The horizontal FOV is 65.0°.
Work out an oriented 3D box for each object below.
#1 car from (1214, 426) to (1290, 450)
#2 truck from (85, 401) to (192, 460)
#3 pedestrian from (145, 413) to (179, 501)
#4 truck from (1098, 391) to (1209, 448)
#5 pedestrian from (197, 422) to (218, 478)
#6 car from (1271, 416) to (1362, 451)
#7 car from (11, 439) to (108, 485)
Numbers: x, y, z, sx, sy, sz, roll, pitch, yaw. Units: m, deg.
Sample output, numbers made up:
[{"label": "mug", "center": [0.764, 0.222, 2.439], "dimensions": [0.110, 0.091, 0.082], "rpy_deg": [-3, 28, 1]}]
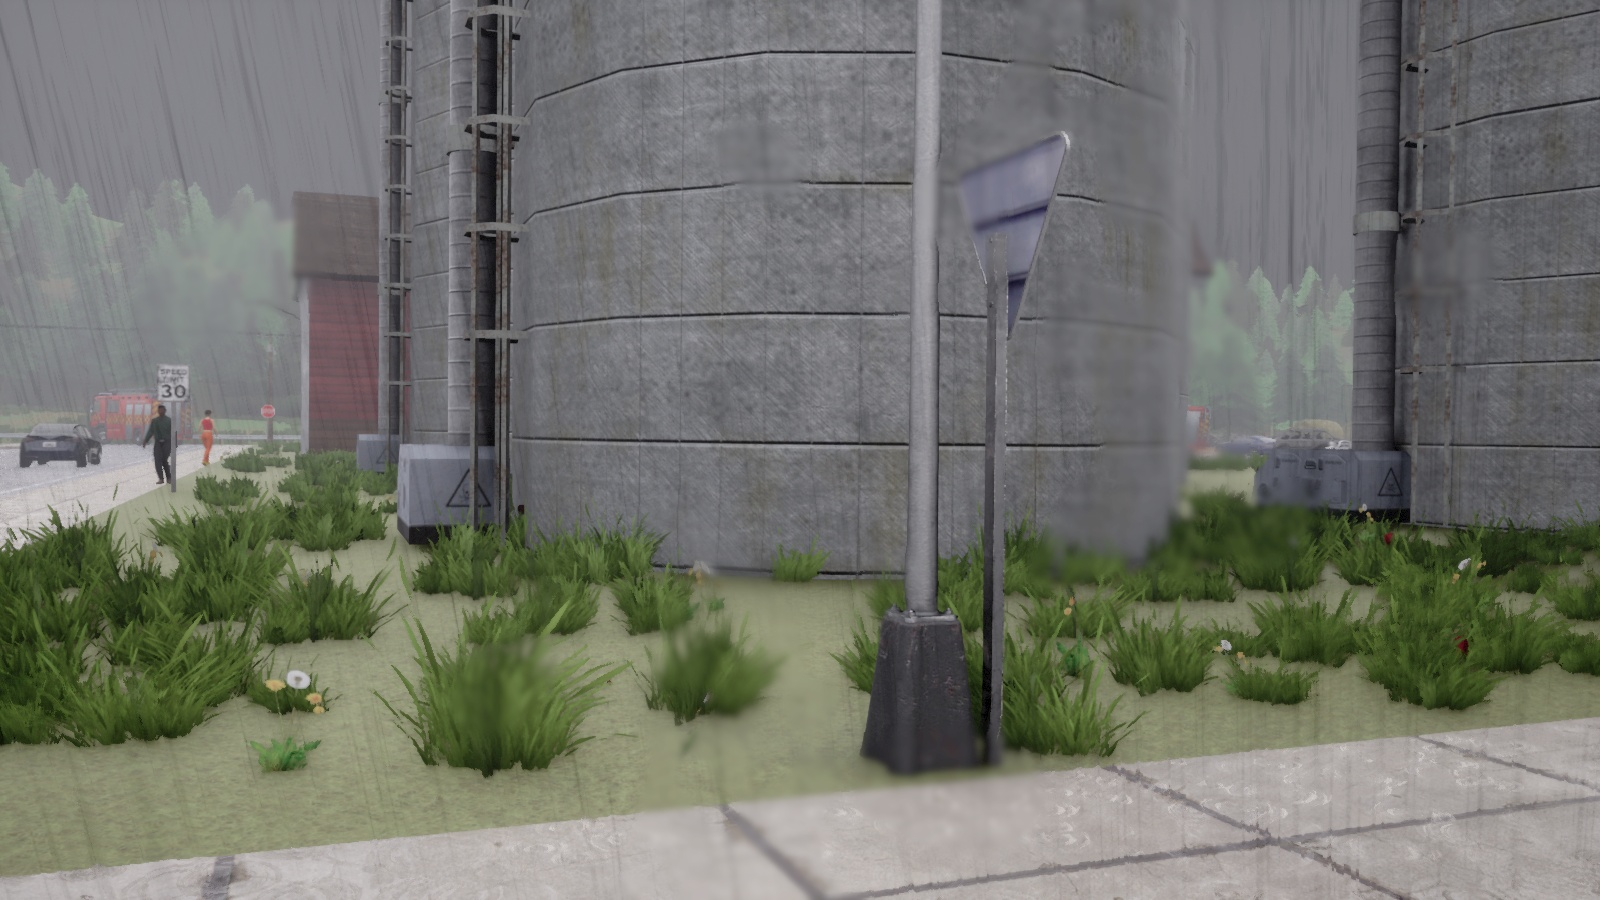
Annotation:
[{"label": "car", "center": [28.201, -0.784, 78.468], "dimensions": [1.812, 1.442, 4.674], "rpy_deg": [-1, 1, -21]}, {"label": "truck", "center": [-45.007, -1.271, 85.349], "dimensions": [8.468, 3.827, 2.891], "rpy_deg": [0, 1, 35]}, {"label": "pedestrian", "center": [-14.263, 0.150, 28.088], "dimensions": [0.423, 1.949, 0.788], "rpy_deg": [-1, 1, -10]}, {"label": "truck", "center": [24.537, -2.088, 87.621], "dimensions": [2.891, 3.827, 8.468], "rpy_deg": [-1, 1, -22]}, {"label": "pedestrian", "center": [-19.386, -0.006, 41.079], "dimensions": [0.345, 1.836, 0.594], "rpy_deg": [-1, 1, 5]}, {"label": "car", "center": [28.259, -0.882, 68.857], "dimensions": [1.932, 1.855, 4.605], "rpy_deg": [0, 0, -22]}, {"label": "car", "center": [-25.637, 0.365, 43.636], "dimensions": [2.163, 1.488, 4.792], "rpy_deg": [-1, 1, -22]}]
